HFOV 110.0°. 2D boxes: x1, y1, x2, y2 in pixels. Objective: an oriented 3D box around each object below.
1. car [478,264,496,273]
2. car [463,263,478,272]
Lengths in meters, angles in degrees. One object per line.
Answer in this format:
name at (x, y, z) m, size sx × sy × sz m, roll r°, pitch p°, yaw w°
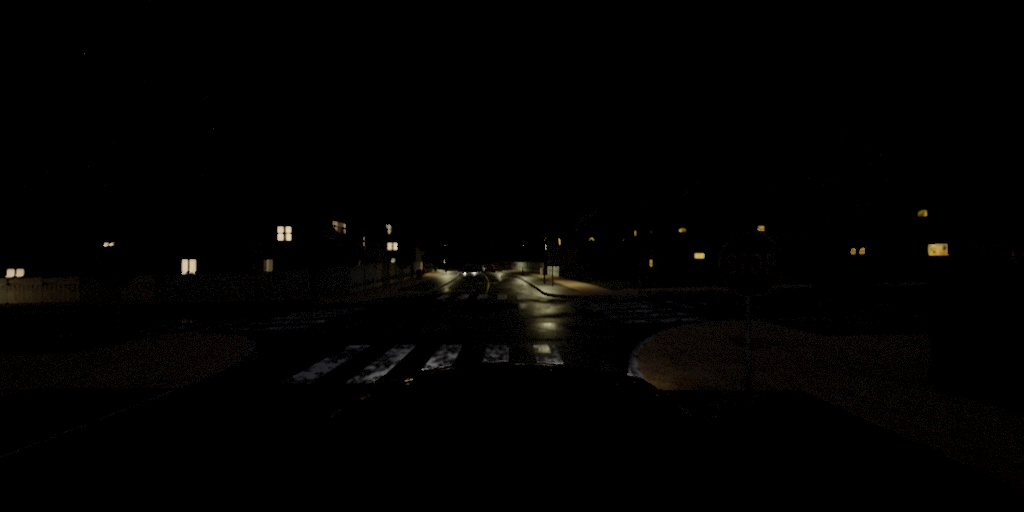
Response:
car at (-3.700, 1.918, 56.026) m, size 2.033 × 1.411 × 5.357 m, roll 0°, pitch -1°, yaw -10°
car at (-7.303, 1.924, 60.490) m, size 1.882 × 1.535 × 5.008 m, roll 0°, pitch -1°, yaw -10°
